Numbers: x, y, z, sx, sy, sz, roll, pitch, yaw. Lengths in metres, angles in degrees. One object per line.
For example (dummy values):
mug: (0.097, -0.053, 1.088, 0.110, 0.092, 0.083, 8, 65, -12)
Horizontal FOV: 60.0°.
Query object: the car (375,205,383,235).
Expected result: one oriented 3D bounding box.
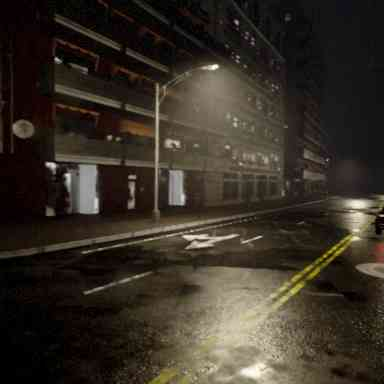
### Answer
car: (10.151, 1.240, 16.262, 2.128, 1.511, 4.902, 2, 2, 33)
